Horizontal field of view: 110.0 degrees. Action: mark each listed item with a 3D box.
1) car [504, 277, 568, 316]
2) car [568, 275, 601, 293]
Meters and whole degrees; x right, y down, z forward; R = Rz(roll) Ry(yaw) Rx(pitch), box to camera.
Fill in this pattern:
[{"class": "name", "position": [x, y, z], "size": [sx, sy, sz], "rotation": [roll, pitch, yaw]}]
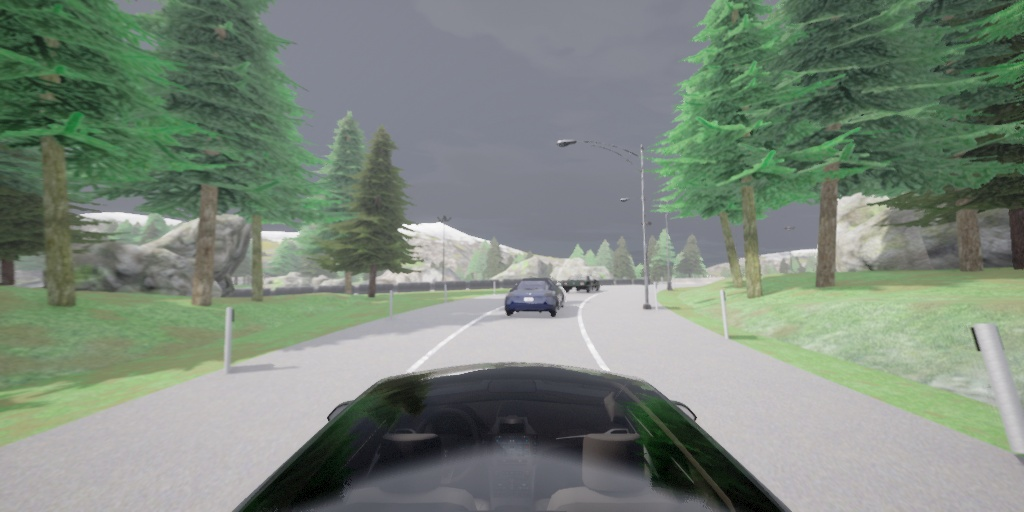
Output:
[{"class": "car", "position": [1.021, 1.569, 14.735], "size": [1.994, 1.385, 4.181], "rotation": [-1, -2, 12]}, {"class": "car", "position": [5.405, 2.105, 27.443], "size": [1.895, 1.301, 4.718], "rotation": [-3, -4, 26]}]
